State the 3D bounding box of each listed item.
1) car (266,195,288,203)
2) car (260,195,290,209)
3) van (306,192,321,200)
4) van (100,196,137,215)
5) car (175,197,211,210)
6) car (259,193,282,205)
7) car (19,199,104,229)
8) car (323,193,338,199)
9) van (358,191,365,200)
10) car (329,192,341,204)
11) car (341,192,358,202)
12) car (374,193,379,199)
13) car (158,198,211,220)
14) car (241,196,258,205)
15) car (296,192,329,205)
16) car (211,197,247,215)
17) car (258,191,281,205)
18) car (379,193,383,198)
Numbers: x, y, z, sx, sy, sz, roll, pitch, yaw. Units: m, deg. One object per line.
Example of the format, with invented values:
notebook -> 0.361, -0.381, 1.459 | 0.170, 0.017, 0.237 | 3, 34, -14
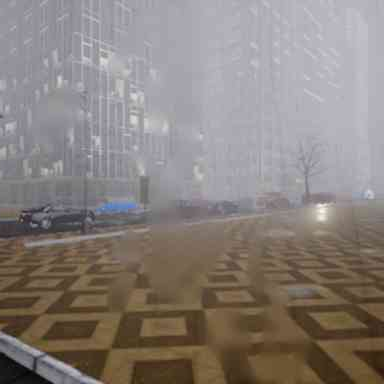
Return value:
car -> 14.928, 1.219, 58.292 | 1.947, 1.339, 4.313 | 0, 1, 40
car -> 10.242, 1.354, 39.847 | 1.802, 1.307, 4.206 | 0, 1, 40
van -> 25.986, 0.847, 71.289 | 1.690, 1.788, 3.998 | 0, 1, 40
van -> -7.278, 1.289, 32.370 | 1.690, 1.788, 3.998 | 0, 1, 40
car -> 0.179, 1.394, 40.965 | 1.887, 1.381, 4.507 | 0, 1, 40
car -> 11.778, 1.225, 45.726 | 2.128, 1.511, 4.902 | 0, 0, 41
car -> -8.642, 1.498, 21.807 | 2.128, 1.511, 4.902 | 0, 0, 40
car -> 33.358, 0.975, 79.959 | 1.947, 1.339, 4.313 | 0, 1, 40
van -> 36.042, 0.771, 70.177 | 1.690, 1.788, 3.998 | 0, 1, 40
car -> 21.298, 0.940, 52.844 | 2.192, 1.841, 5.009 | 0, 1, 40
car -> 28.781, 1.051, 61.642 | 1.752, 1.417, 4.829 | 0, 1, 40
car -> 39.728, 0.933, 74.513 | 2.008, 1.369, 4.403 | 0, 1, 40
car -> -0.722, 1.360, 26.768 | 1.967, 1.590, 4.097 | 0, 1, 40
car -> 7.556, 1.317, 49.625 | 1.947, 1.339, 4.313 | 0, 1, 40
car -> 17.613, 0.989, 48.511 | 2.192, 1.841, 5.009 | 0, 1, 40
car -> 2.921, 1.436, 31.139 | 1.947, 1.339, 4.313 | 0, 1, 40
car -> 11.858, 0.933, 50.541 | 2.150, 2.045, 5.566 | 0, 0, 40
car -> 47.099, 0.836, 83.179 | 2.008, 1.369, 4.403 | 0, 1, 40
